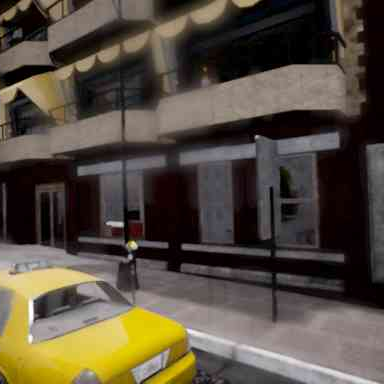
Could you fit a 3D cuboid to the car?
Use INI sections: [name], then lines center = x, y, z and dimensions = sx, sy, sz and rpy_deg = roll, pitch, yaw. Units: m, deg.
[car]
center = -2.248, 1.566, 4.347
dimensions = 4.829, 1.417, 1.752
rpy_deg = -1, -2, 36
